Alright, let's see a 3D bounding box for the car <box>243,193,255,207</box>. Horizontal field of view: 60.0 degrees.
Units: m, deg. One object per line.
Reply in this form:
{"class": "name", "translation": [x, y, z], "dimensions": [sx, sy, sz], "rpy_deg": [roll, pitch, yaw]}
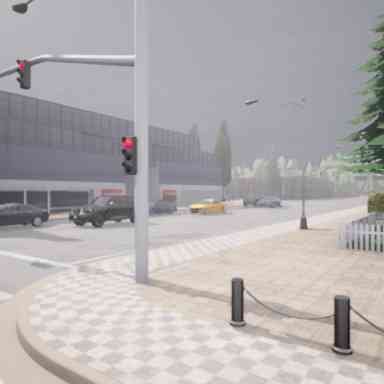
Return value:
{"class": "car", "translation": [9.722, 1.214, 50.378], "dimensions": [2.150, 2.045, 5.566], "rpy_deg": [0, 0, 36]}

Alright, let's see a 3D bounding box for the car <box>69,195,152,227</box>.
{"class": "car", "translation": [-5.683, 1.221, 23.045], "dimensions": [2.150, 2.045, 5.566], "rpy_deg": [0, 0, 36]}

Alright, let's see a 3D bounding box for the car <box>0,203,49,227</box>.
{"class": "car", "translation": [-11.530, 1.504, 20.936], "dimensions": [1.837, 1.490, 4.892], "rpy_deg": [0, 0, 37]}

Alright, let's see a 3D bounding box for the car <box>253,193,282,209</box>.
{"class": "car", "translation": [10.623, 1.351, 45.690], "dimensions": [2.097, 1.767, 4.553], "rpy_deg": [0, 0, 36]}

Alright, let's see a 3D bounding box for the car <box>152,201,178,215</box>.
{"class": "car", "translation": [-3.600, 1.546, 31.960], "dimensions": [2.033, 1.411, 5.357], "rpy_deg": [0, 0, 36]}

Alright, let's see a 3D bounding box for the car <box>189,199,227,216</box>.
{"class": "car", "translation": [1.647, 1.477, 33.263], "dimensions": [1.882, 1.535, 5.008], "rpy_deg": [0, 0, 36]}
